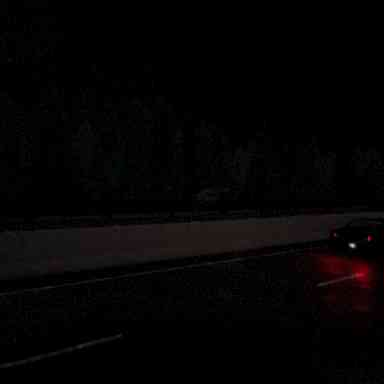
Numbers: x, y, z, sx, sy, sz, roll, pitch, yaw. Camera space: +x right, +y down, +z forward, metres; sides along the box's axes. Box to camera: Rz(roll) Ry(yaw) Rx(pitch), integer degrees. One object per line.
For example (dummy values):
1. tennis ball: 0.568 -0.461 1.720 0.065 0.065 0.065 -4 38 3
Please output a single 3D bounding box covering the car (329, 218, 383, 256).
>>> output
1. car: 7.818 1.731 13.748 4.718 1.301 1.895 1 0 -35
